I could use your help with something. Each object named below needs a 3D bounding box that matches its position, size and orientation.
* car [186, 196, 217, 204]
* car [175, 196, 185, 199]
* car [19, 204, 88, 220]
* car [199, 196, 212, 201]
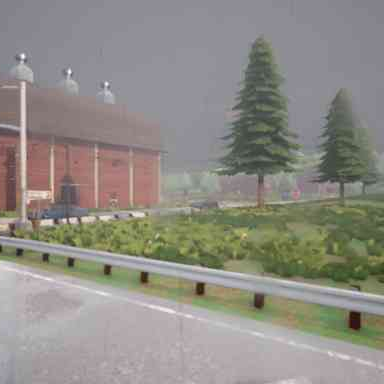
[{"bbox_3d":[1.611,1.639,44.404,1.837,1.490,4.892,0,0,37],"label":"car"},{"bbox_3d":[-2.744,1.761,84.447,1.816,1.474,4.193,0,0,36],"label":"car"},{"bbox_3d":[-11.129,1.685,27.256,2.033,1.411,5.357,0,0,37],"label":"car"},{"bbox_3d":[3.834,1.781,95.568,1.784,1.438,3.905,0,0,36],"label":"car"}]
